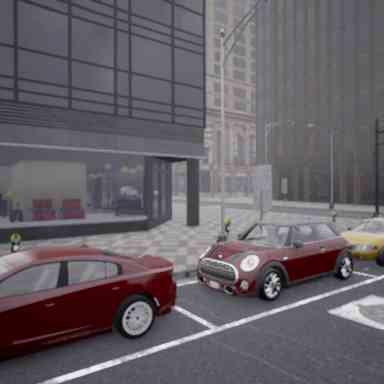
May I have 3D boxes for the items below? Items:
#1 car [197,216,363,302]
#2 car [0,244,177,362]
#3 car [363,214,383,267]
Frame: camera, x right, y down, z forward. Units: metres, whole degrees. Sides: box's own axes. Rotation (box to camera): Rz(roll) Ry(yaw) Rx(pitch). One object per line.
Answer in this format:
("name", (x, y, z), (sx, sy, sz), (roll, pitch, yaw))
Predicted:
("car", (2.087, 1.407, 8.134), (4.097, 1.590, 1.967), (0, 0, -35))
("car", (-2.357, 1.540, 4.967), (4.507, 1.381, 1.887), (0, 0, -35))
("car", (6.392, 1.465, 11.202), (4.829, 1.417, 1.752), (0, 0, -35))
